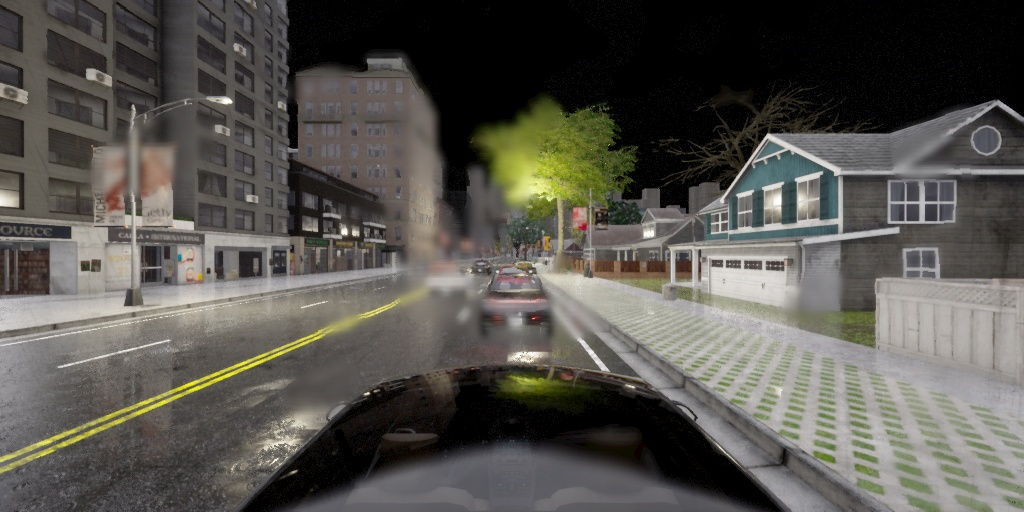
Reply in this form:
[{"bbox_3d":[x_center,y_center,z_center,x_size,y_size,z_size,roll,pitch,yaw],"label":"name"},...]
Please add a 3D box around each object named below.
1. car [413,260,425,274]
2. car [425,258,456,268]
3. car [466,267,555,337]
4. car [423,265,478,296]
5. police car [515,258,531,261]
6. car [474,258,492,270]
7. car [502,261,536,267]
[{"bbox_3d":[-9.813,1.207,40.825,2.128,1.511,4.902,0,0,0],"label":"car"},{"bbox_3d":[-6.567,1.075,34.478,2.097,1.767,4.553,0,0,0],"label":"car"},{"bbox_3d":[0.111,1.239,10.330,2.128,1.511,4.902,0,0,0],"label":"car"},{"bbox_3d":[-3.132,1.342,19.364,1.895,1.301,4.718,0,0,0],"label":"car"},{"bbox_3d":[1.003,1.155,29.563,1.930,1.638,5.238,0,0,0],"label":"police car"},{"bbox_3d":[-3.111,1.244,38.131,1.812,1.442,4.674,0,0,0],"label":"car"},{"bbox_3d":[0.119,1.218,19.834,1.882,1.535,5.008,0,0,0],"label":"car"}]
